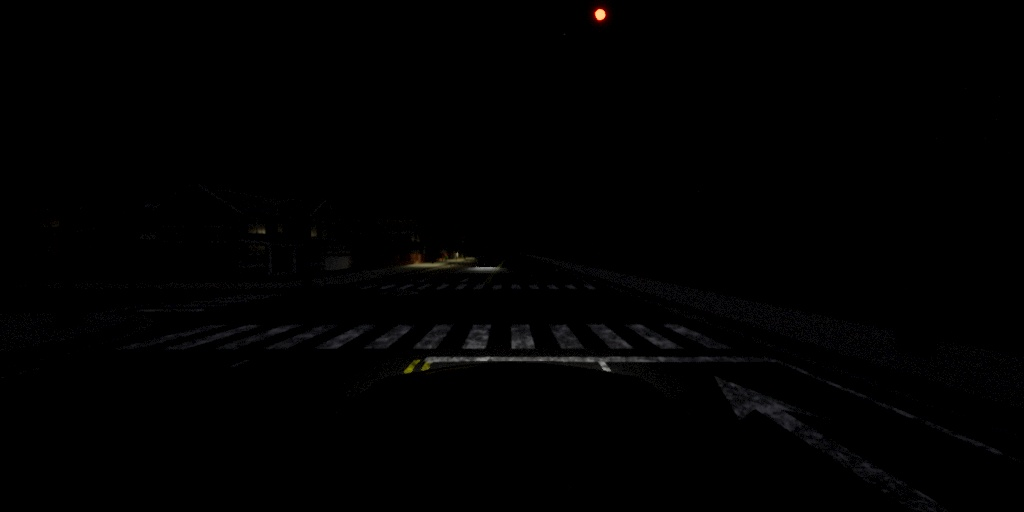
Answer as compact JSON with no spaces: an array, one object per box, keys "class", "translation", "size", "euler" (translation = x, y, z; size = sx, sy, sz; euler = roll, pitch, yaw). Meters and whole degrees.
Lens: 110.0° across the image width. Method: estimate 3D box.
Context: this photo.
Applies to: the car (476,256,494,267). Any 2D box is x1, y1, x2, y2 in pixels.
[{"class":"car","translation":[-3.296,0.736,44.904],"size":[1.994,1.385,4.181],"euler":[0,1,0]}]
